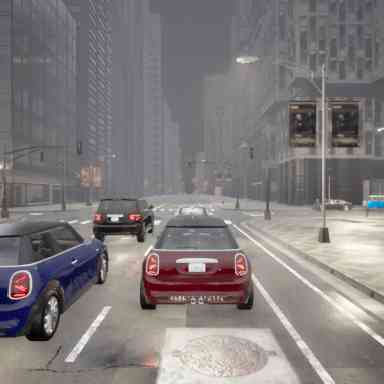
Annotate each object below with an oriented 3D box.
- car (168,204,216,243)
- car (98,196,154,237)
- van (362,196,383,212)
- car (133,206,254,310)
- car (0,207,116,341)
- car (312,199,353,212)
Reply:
[{"bbox_3d":[0.057,1.491,17.166,2.128,1.511,4.902,0,0,2],"label":"car"},{"bbox_3d":[-3.181,1.222,16.372,2.150,2.045,5.566,0,0,0],"label":"car"},{"bbox_3d":[21.423,1.292,37.565,3.998,1.788,1.690,0,0,0],"label":"van"},{"bbox_3d":[0.085,1.352,7.979,2.097,1.767,4.553,0,0,0],"label":"car"},{"bbox_3d":[-3.163,1.352,6.660,2.097,1.767,4.553,0,0,0],"label":"car"},{"bbox_3d":[15.805,1.513,37.579,4.403,1.369,2.008,0,0,0],"label":"car"}]
